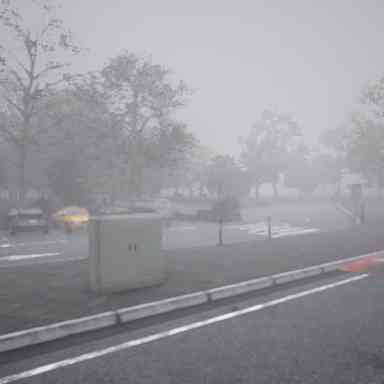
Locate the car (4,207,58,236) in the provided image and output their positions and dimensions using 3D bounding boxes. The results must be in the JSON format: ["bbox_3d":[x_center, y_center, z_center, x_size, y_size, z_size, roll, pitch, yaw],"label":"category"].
[{"bbox_3d":[-9.856,1.636,19.736,2.163,1.488,4.792,1,0,-36],"label":"car"}]

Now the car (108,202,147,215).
[{"bbox_3d":[-5.340,1.688,22.965,2.163,1.488,4.792,1,0,-36],"label":"car"}]

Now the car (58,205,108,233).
[{"bbox_3d":[-7.474,1.629,21.175,1.946,1.575,5.366,1,0,-36],"label":"car"}]

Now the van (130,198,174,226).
[{"bbox_3d":[-2.996,1.459,24.460,1.878,1.987,4.442,1,0,-36],"label":"van"}]
